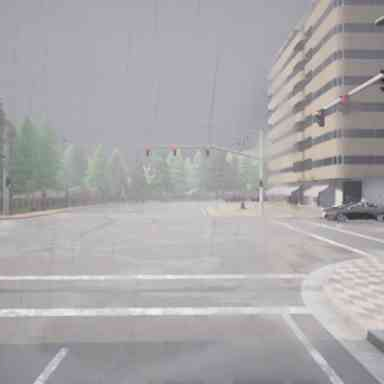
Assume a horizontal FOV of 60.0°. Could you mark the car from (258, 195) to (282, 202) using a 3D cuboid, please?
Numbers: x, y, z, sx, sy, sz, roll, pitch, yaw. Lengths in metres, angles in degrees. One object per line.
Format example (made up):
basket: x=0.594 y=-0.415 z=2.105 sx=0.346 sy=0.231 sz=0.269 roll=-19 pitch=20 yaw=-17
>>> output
car: x=17.379 y=1.347 z=74.383 sx=4.902 sy=1.511 sz=2.128 roll=0 pitch=0 yaw=-23

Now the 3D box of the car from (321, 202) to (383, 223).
car: x=12.182 y=1.487 z=24.727 sx=4.902 sy=1.511 sz=2.128 roll=0 pitch=0 yaw=-1

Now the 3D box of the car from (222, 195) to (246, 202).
car: x=8.728 y=1.382 z=68.760 sx=5.357 sy=1.411 sz=2.033 roll=0 pitch=0 yaw=-38

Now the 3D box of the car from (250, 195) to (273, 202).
car: x=14.042 y=1.360 z=68.474 sx=4.674 sy=1.442 sz=1.812 roll=0 pitch=0 yaw=-34
